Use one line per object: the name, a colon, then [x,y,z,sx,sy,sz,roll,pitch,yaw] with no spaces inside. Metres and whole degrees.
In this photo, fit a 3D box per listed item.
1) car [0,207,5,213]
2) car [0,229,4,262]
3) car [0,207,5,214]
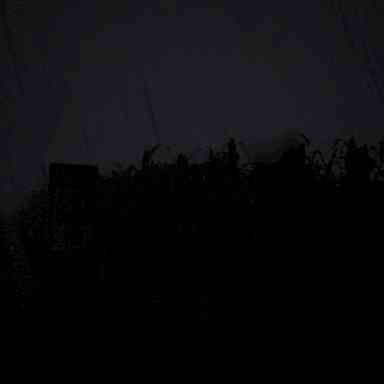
car: [-47.659,4.510,82.943,1.837,1.490,4.892,2,-3,-29]
car: [-8.955,2.047,13.849,1.994,1.385,4.181,2,-3,-29]
car: [-42.582,4.231,73.875,2.128,1.511,4.902,2,-3,-29]
